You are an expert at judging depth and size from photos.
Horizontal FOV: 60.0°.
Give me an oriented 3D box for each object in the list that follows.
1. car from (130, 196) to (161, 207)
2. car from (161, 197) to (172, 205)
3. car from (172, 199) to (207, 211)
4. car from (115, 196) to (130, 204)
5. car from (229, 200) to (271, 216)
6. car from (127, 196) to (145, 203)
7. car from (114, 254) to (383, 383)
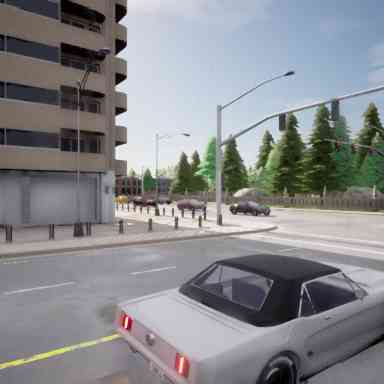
[{"bbox_3d":[-7.162,1.656,50.944,1.895,1.301,4.718,0,0,-36],"label":"car"},{"bbox_3d":[-5.626,1.603,61.120,2.033,1.411,5.357,0,0,-36],"label":"car"},{"bbox_3d":[-0.112,1.581,41.113,1.812,1.442,4.674,0,0,-35],"label":"car"},{"bbox_3d":[-14.271,1.533,67.129,1.882,1.535,5.008,0,0,-36],"label":"car"},{"bbox_3d":[5.671,1.581,33.071,1.812,1.442,4.674,0,0,-36],"label":"car"},{"bbox_3d":[-11.655,1.581,69.477,1.812,1.442,4.674,0,0,-36],"label":"car"},{"bbox_3d":[1.445,1.601,4.808,4.718,1.301,1.895,0,0,-35],"label":"car"}]
